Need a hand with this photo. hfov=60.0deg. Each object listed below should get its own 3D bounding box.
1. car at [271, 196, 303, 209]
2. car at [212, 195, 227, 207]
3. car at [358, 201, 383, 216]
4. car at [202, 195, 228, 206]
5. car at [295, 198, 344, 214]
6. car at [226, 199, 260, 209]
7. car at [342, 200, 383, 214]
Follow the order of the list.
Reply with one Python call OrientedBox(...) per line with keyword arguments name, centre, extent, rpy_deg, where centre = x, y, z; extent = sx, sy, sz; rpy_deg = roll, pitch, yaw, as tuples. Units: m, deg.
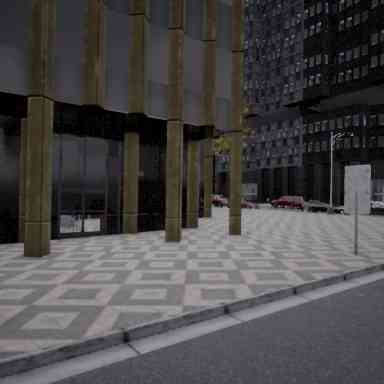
OrientedBox(name="car", centre=(13.760, 1.487, 47.763), extent=(2.192, 1.841, 5.009), rpy_deg=(1, -1, -35))
OrientedBox(name="car", centre=(3.622, 1.311, 47.323), extent=(2.192, 1.841, 5.009), rpy_deg=(1, -1, -35))
OrientedBox(name="car", centre=(16.376, 1.517, 29.332), extent=(2.008, 1.369, 4.403), rpy_deg=(1, -1, -35))
OrientedBox(name="car", centre=(4.193, 1.511, 61.253), extent=(2.192, 1.841, 5.009), rpy_deg=(1, -1, -35))
OrientedBox(name="car", centre=(13.186, 1.539, 33.829), extent=(1.947, 1.339, 4.313), rpy_deg=(1, -1, -35))
OrientedBox(name="car", centre=(6.807, 1.570, 42.823), extent=(1.802, 1.307, 4.206), rpy_deg=(1, -1, -35))
OrientedBox(name="car", centre=(20.134, 1.708, 38.767), extent=(2.008, 1.369, 4.403), rpy_deg=(1, -1, -35))
